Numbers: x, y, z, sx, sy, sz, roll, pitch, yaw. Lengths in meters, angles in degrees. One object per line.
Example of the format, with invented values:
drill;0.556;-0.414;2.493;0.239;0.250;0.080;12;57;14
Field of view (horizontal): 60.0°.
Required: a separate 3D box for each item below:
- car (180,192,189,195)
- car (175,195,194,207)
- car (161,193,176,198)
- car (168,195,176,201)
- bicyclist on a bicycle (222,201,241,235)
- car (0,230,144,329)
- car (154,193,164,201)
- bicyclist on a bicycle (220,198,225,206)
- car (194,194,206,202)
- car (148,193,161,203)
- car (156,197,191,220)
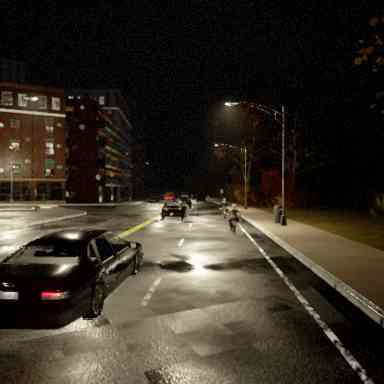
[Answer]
car;-2.139;1.136;92.382;2.150;2.045;5.566;0;0;-3
car;-0.997;1.476;45.890;1.837;1.490;4.892;0;0;1
car;-4.430;1.172;66.845;2.150;2.045;5.566;0;0;-1
car;-4.925;1.484;83.026;1.994;1.385;4.181;0;0;-2
bicyclist on a bicycle;2.206;1.428;17.595;0.866;1.612;1.509;0;0;3
car;-2.473;1.545;7.321;2.033;1.411;5.357;0;0;4
car;-8.167;1.160;82.791;2.150;2.045;5.566;0;0;-2
bicyclist on a bicycle;2.587;1.355;26.820;0.659;1.776;1.843;0;0;2
car;1.927;1.416;73.547;1.882;1.535;5.008;0;0;-2
car;-7.682;1.433;66.674;1.882;1.535;5.008;0;0;-1
car;-1.432;1.477;27.608;2.128;1.511;4.902;0;0;2
